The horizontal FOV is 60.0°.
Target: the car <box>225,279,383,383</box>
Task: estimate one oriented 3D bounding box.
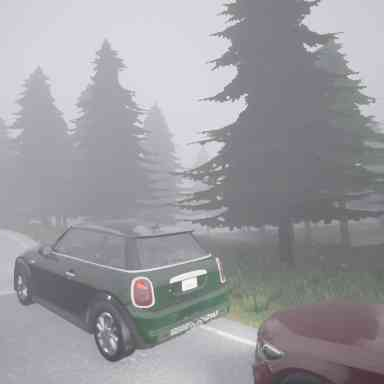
[{"bbox_3d":[2.768,1.532,2.584,4.674,1.442,1.812,1,0,36],"label":"car"}]

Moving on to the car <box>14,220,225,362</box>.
[{"bbox_3d":[-1.567,1.309,6.198,4.553,1.767,2.097,1,1,44],"label":"car"}]
